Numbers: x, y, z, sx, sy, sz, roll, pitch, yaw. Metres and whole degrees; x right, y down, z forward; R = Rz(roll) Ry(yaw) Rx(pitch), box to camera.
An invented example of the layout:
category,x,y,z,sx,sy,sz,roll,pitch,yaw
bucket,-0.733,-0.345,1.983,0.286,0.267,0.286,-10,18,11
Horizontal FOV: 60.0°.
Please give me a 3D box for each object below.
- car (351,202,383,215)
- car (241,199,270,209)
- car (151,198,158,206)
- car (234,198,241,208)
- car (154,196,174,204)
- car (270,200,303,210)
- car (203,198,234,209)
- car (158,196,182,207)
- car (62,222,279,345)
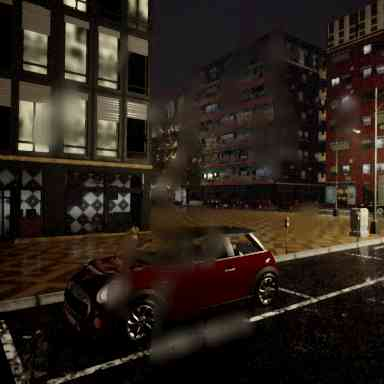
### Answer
category,x,y,z,sx,sy,sz,roll,pitch,yaw
car,19.864,1.729,36.694,1.947,1.339,4.313,1,-1,-35
car,10.053,1.799,50.592,1.887,1.381,4.507,1,-1,-35
car,-6.607,1.763,59.661,1.887,1.381,4.507,1,-1,-35
car,6.783,1.725,55.225,1.967,1.590,4.097,1,-1,-35
car,-6.298,1.723,73.757,2.192,1.841,5.009,1,-1,-35
car,13.323,1.806,45.958,1.802,1.307,4.206,1,-1,-35
car,3.204,1.677,45.763,2.008,1.369,4.403,1,-1,-35
car,-3.337,1.732,55.029,1.887,1.381,4.507,1,-1,-35
car,-0.268,1.441,6.351,4.097,1.590,1.967,0,1,-35
